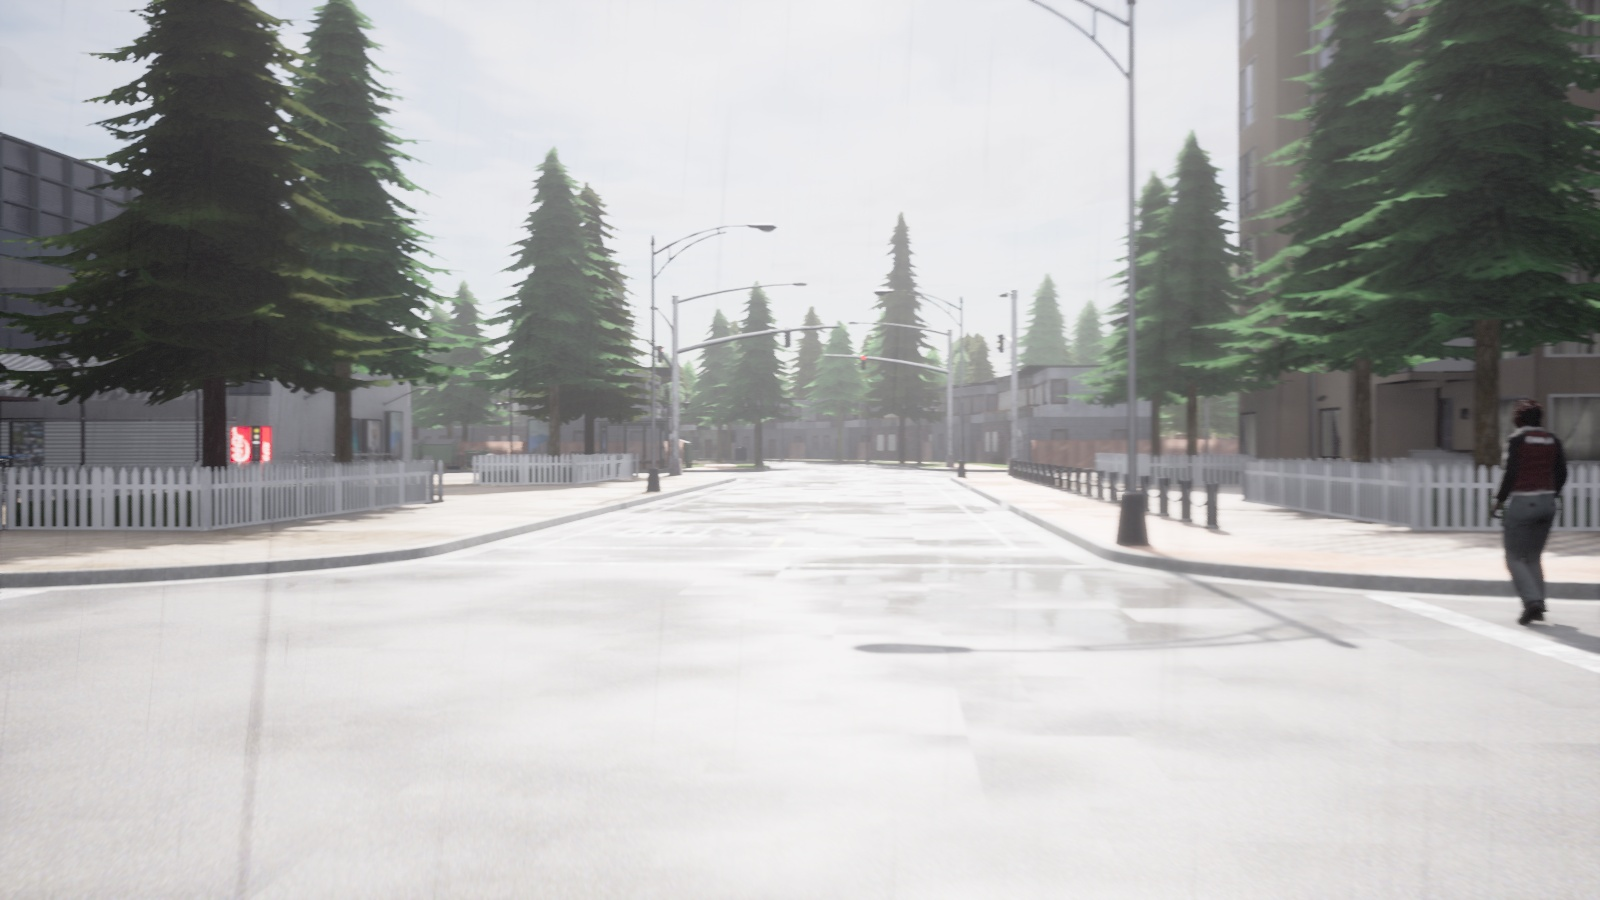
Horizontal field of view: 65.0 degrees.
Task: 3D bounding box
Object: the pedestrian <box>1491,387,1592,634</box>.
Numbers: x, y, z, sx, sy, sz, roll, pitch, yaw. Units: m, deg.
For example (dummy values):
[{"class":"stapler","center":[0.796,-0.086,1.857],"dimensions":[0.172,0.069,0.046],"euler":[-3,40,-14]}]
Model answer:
[{"class":"pedestrian","center":[5.977,0.472,10.148],"dimensions":[0.402,1.930,0.666],"euler":[0,0,-3]}]
